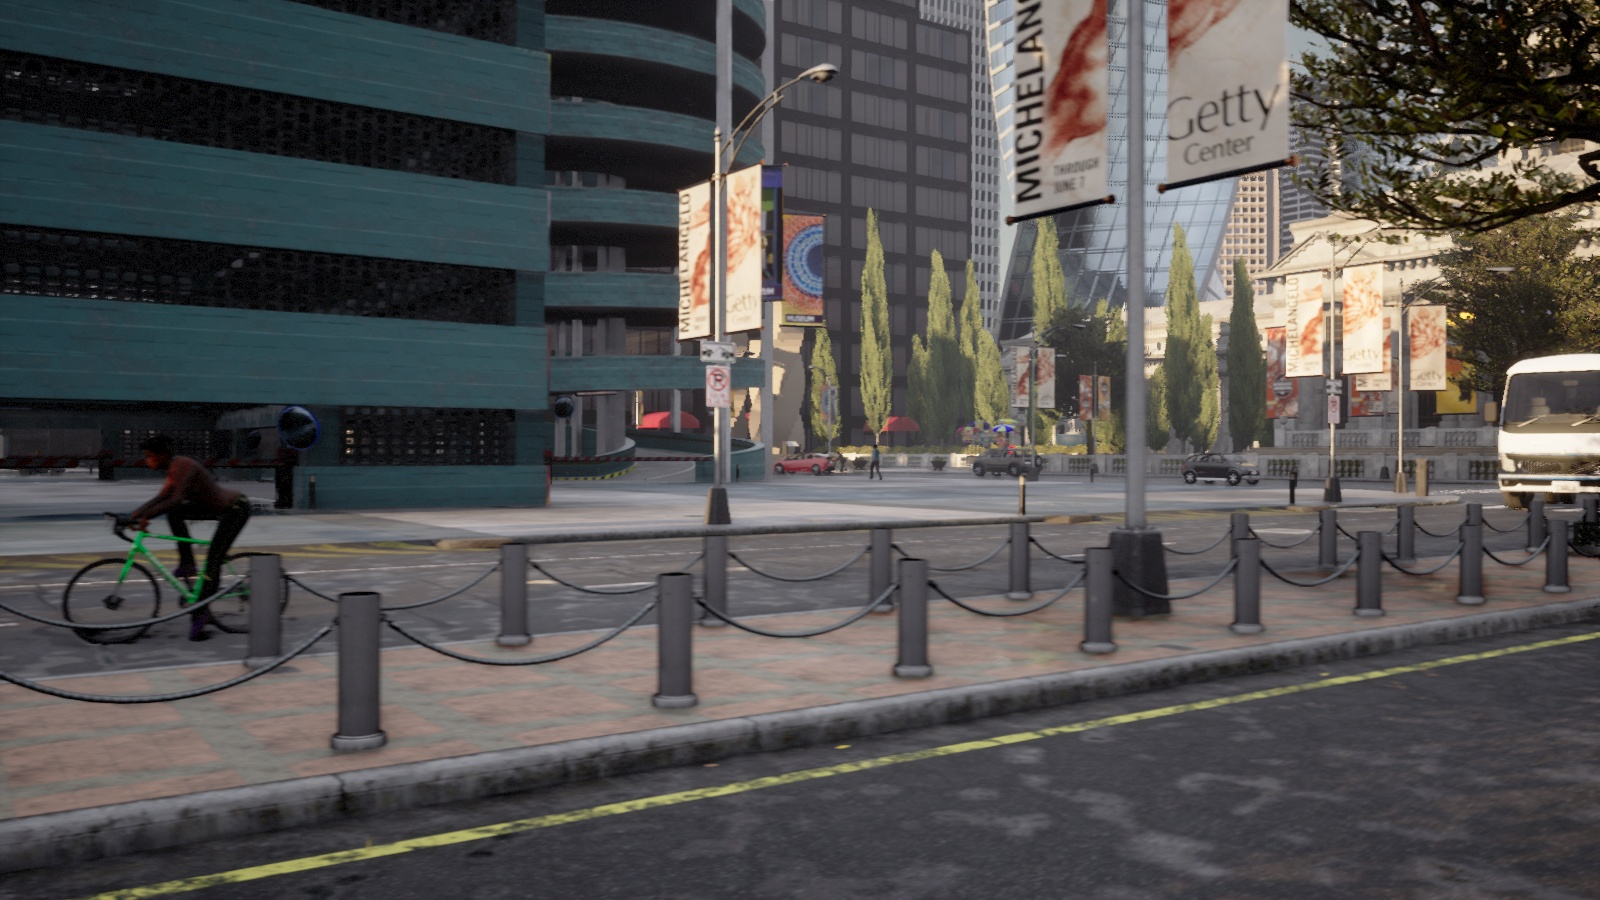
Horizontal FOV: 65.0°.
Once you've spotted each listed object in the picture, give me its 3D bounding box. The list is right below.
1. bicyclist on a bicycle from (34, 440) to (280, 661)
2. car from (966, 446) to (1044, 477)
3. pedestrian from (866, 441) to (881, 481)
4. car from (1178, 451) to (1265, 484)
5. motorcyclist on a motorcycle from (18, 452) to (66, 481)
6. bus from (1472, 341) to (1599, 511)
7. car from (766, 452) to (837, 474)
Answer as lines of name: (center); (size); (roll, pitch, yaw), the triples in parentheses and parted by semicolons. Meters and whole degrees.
bicyclist on a bicycle: (-5.045, 0.733, 9.895); (1.656, 1.620, 0.582); (0, 0, -35)
car: (12.683, 0.726, 78.023); (1.932, 1.855, 4.605); (0, 0, -41)
pedestrian: (3.618, 0.545, 61.800); (0.396, 1.930, 0.692); (0, 0, -37)
car: (20.552, 0.830, 61.368); (1.789, 1.549, 3.705); (0, 0, -35)
motorcyclist on a motorcycle: (-44.137, 0.968, 73.164); (2.350, 1.649, 0.766); (0, 0, -35)
bus: (22.568, -0.591, 35.945); (3.944, 4.253, 10.273); (0, 0, 39)
car: (0.114, 0.905, 87.253); (4.514, 1.525, 2.007); (0, 0, 27)
